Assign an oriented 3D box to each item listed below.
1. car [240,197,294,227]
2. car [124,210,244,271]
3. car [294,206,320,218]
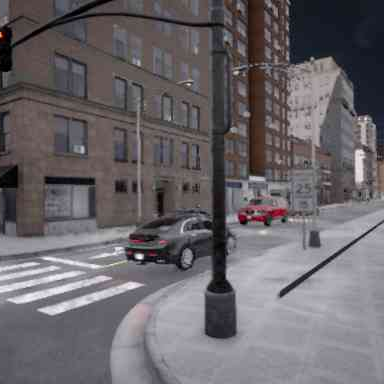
[{"bbox_3d":[5.484,1.389,25.024,2.150,2.045,5.566,-1,-1,35],"label":"car"},{"bbox_3d":[-0.175,1.552,11.271,1.837,1.490,4.892,-3,-2,32],"label":"car"},{"bbox_3d":[11.456,1.776,33.664,2.033,1.411,5.357,-1,-1,35],"label":"car"}]
